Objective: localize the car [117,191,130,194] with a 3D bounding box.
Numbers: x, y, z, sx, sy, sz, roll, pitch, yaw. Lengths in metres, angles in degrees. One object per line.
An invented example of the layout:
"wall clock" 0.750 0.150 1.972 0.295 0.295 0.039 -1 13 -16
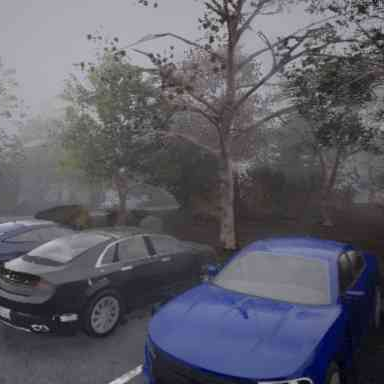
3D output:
"car" -12.535 0.743 62.128 2.150 2.045 5.566 -2 0 1

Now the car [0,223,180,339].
"car" -1.237 1.444 6.689 2.231 1.521 4.892 1 0 35

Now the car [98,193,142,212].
"car" -6.764 1.143 31.865 1.812 1.442 4.674 -3 -1 35

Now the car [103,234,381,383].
"car" 1.435 1.468 4.798 2.097 1.535 5.008 1 0 35

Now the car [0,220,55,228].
"car" -3.903 1.457 8.593 2.002 1.452 4.674 1 0 36

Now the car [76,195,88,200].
"car" -24.977 1.105 77.272 4.553 1.767 2.097 -2 -1 35
